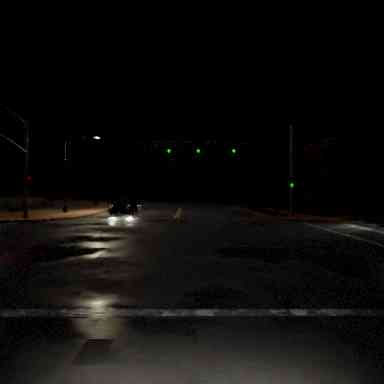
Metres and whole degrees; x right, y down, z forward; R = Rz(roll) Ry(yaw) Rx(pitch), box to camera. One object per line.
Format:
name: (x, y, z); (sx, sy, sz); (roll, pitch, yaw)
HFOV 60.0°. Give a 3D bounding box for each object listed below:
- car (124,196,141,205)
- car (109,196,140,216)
car: (-10.373, 1.455, 57.867); (1.812, 1.442, 4.674); (0, 0, -25)
car: (-6.625, 1.306, 32.305); (2.097, 1.767, 4.553); (0, 0, 0)
